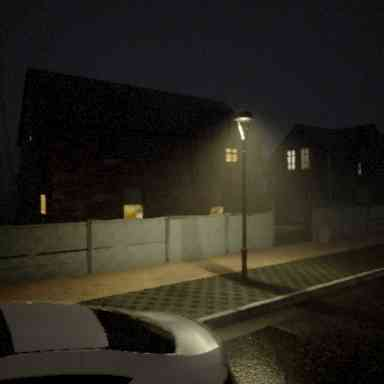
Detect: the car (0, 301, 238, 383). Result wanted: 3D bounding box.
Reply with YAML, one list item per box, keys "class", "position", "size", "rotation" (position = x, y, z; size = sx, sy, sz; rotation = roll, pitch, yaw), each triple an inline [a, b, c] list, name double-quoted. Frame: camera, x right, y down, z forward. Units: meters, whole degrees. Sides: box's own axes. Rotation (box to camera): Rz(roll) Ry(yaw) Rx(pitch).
- class: "car"
  position: [-1.755, 1.527, 1.819]
  size: [4.674, 1.442, 1.812]
  rotation: [0, 0, -35]
